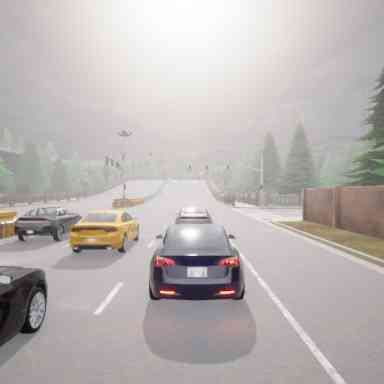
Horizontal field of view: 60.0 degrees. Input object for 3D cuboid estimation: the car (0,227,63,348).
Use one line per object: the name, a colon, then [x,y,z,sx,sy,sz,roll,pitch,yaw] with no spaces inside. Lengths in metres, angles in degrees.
car: [-3.400,1.478,3.737,1.882,1.535,5.008,0,0,0]

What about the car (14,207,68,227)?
car: [-6.909,1.491,16.599,2.128,1.511,4.902,0,0,0]

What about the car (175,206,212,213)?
car: [0.090,1.492,17.491,2.128,1.511,4.902,0,0,0]

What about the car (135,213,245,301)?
car: [0.096,1.504,8.400,2.163,1.488,4.792,0,0,0]

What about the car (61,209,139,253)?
car: [-3.407,1.478,13.754,1.882,1.535,5.008,0,0,0]
